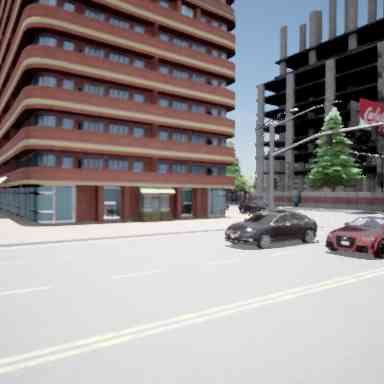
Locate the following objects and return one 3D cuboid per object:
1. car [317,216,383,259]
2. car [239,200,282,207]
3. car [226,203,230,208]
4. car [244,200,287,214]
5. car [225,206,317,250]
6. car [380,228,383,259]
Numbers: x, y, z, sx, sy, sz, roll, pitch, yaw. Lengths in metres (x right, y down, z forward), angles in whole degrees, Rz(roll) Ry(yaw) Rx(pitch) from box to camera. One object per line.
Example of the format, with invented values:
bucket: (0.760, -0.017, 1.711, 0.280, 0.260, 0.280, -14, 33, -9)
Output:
car: (7.177, 1.676, 13.152, 4.181, 1.385, 1.994, 1, 0, -35)
car: (7.184, 1.715, 36.239, 1.837, 1.490, 4.892, 1, 0, -35)
car: (3.447, 1.755, 47.740, 1.812, 1.442, 4.674, 1, 0, -35)
car: (8.786, 1.731, 40.060, 2.128, 1.511, 4.902, 1, 0, -35)
car: (3.664, 1.596, 14.984, 4.892, 1.490, 1.837, 1, 0, -35)
car: (6.979, 1.655, 8.533, 4.181, 1.385, 1.994, 1, 0, -34)
